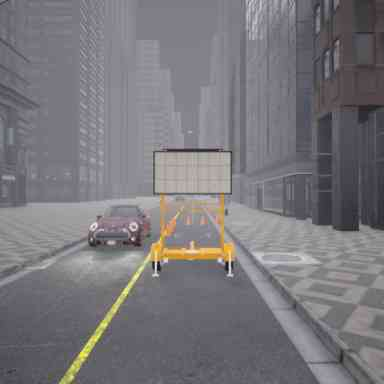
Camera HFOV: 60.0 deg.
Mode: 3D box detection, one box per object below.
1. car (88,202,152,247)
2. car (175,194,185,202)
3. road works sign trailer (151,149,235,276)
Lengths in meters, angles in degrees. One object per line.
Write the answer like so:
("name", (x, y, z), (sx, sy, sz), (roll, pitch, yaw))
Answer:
("car", (-3.086, 1.366, 14.998), (2.097, 1.767, 4.553), (0, 0, 0))
("car", (-2.911, 1.399, 80.294), (2.150, 2.045, 5.566), (0, 0, 0))
("road works sign trailer", (0.022, 0.472, 10.307), (2.380, 3.560, 2.880), (0, 0, 0))
